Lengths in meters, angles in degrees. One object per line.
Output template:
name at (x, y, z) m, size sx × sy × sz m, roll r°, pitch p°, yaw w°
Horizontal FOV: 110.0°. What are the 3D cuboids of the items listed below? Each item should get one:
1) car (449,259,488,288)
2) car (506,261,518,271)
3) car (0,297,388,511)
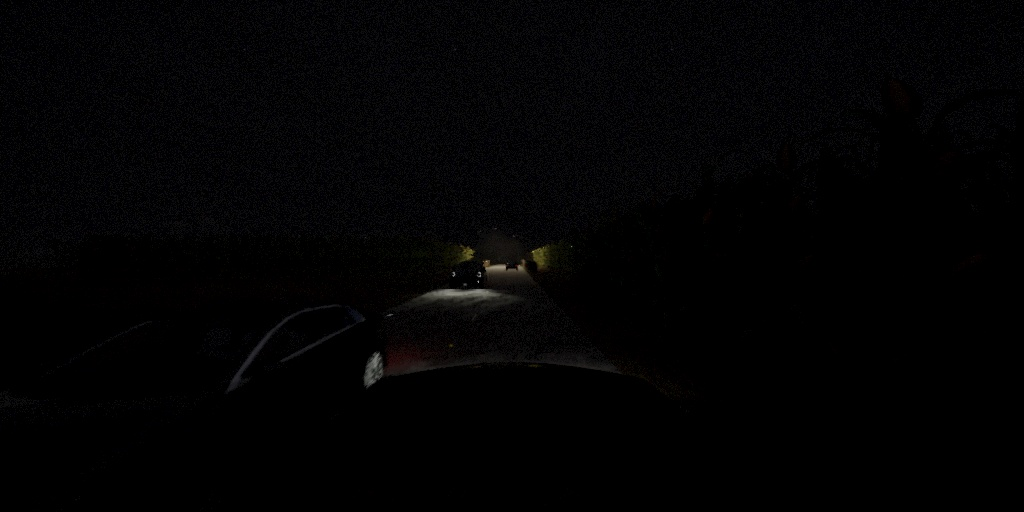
car at (-2.779, 1.117, 23.654) m, size 2.097 × 1.767 × 4.553 m, roll 0°, pitch 0°, yaw 1°
car at (0.009, 1.377, 51.275) m, size 2.033 × 1.411 × 5.357 m, roll 0°, pitch 0°, yaw 0°
car at (-2.826, 1.243, 3.624) m, size 2.128 × 1.511 × 4.902 m, roll 0°, pitch 0°, yaw 0°
